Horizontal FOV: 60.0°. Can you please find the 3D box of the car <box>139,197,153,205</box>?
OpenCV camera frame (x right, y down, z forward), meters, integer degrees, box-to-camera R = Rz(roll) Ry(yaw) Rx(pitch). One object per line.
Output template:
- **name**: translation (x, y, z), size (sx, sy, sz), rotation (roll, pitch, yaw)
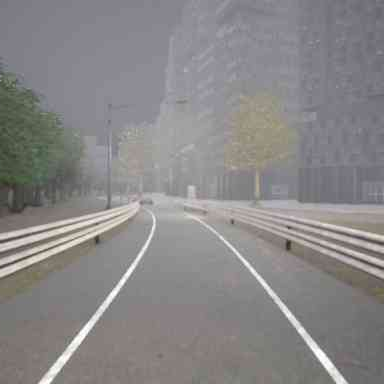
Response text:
- **car**: translation (-8.058, 1.483, 57.463), size (1.994, 1.385, 4.181), rotation (0, 0, -19)
